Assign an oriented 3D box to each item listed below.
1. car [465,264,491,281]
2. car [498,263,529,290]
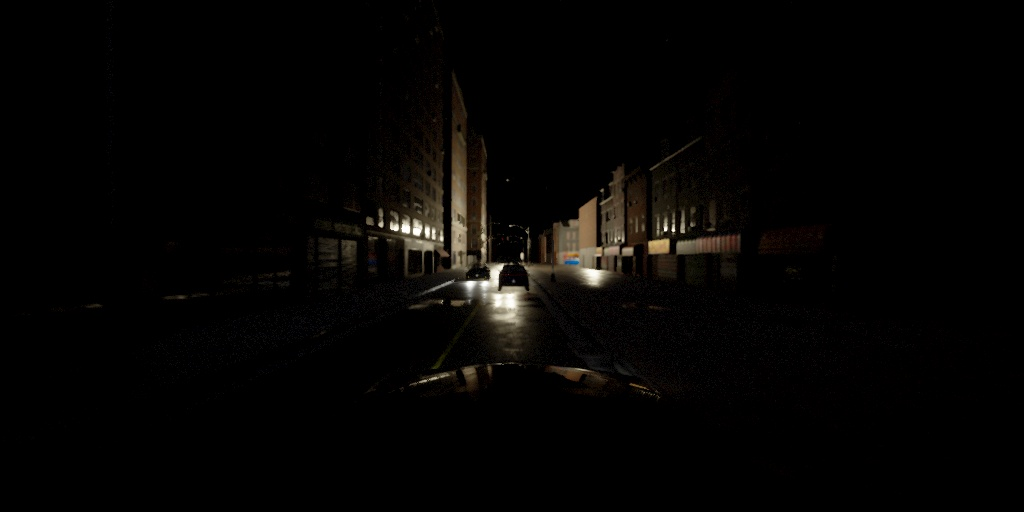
[{"bbox_3d":[-2.833,1.393,31.027,1.994,1.385,4.181,0,0,0],"label":"car"},{"bbox_3d":[0.095,1.277,22.961,1.882,1.535,5.008,0,0,0],"label":"car"}]
